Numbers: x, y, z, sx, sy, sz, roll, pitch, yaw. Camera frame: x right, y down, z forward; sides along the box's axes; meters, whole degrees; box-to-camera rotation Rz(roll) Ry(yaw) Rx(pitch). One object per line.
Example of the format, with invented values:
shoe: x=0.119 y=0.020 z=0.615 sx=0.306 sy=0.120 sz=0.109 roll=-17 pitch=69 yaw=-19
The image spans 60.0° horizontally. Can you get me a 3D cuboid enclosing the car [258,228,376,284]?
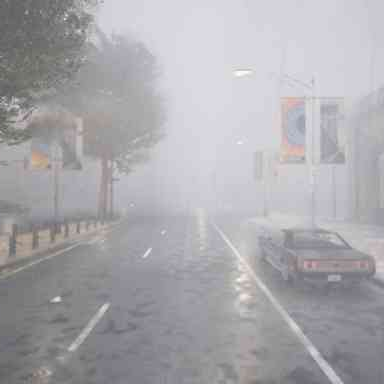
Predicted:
car: x=3.249 y=1.703 z=9.812 sx=1.895 sy=1.301 sz=4.718 roll=0 pitch=-1 yaw=0

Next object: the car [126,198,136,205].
car: x=-15.007 y=2.357 z=81.695 sx=1.882 sy=1.535 sz=5.008 roll=0 pitch=-1 yaw=0

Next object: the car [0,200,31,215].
car: x=-21.731 y=1.731 z=39.607 sx=4.553 sy=1.767 sz=2.097 roll=0 pitch=-1 yaw=0
